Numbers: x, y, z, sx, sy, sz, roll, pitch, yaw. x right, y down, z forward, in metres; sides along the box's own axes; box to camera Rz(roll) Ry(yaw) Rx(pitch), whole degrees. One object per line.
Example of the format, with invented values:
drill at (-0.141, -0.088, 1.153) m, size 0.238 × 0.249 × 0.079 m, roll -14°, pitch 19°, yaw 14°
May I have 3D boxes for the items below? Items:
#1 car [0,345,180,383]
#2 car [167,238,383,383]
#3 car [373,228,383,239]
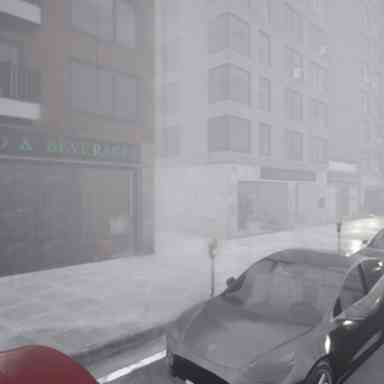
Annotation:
car at (-2.351, 1.544, 0.860) m, size 4.507 × 1.381 × 1.887 m, roll 0°, pitch 0°, yaw -44°
car at (1.624, 1.565, 4.696) m, size 4.313 × 1.339 × 1.947 m, roll 0°, pitch 0°, yaw -44°
car at (5.600, 1.564, 8.533) m, size 4.313 × 1.339 × 1.947 m, roll 0°, pitch 0°, yaw -44°
